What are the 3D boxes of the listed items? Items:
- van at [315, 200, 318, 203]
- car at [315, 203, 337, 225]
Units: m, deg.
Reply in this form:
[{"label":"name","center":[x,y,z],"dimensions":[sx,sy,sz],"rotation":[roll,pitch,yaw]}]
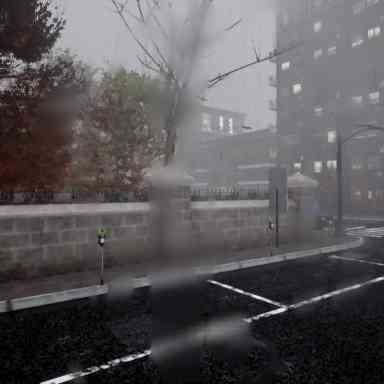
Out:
[{"label":"van","center":[10.417,1.646,32.623],"dimensions":[1.690,1.788,3.998],"rotation":[-1,0,-36]},{"label":"car","center":[8.281,1.801,25.766],"dimensions":[2.033,1.411,5.357],"rotation":[0,-1,-36]}]
